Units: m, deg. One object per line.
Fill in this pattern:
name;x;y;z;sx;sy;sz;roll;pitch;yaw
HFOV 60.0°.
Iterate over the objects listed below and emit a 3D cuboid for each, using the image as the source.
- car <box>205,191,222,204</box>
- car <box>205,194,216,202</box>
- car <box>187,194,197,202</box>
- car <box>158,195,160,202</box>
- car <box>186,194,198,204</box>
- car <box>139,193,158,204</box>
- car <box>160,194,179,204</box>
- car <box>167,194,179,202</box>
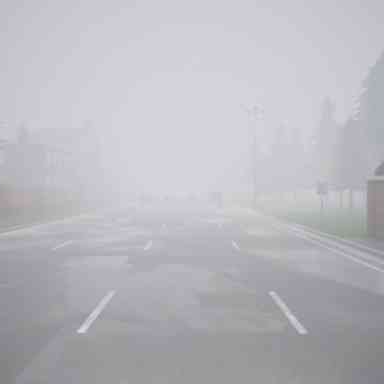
car;3.500;0.849;52.154;2.150;2.045;5.566;0;0;0
car;3.499;1.079;62.545;1.812;1.442;4.674;0;0;0
car;-0.001;1.118;62.545;1.994;1.385;4.181;0;0;0
car;-7.001;1.079;62.545;1.812;1.442;4.674;0;0;0
car;0.000;1.119;52.125;2.128;1.511;4.902;0;0;0
car;-7.000;0.977;52.510;2.097;1.767;4.553;0;0;0
car;-3.500;1.133;52.126;1.837;1.490;4.892;0;0;0
car;-3.501;1.154;62.575;1.895;1.301;4.718;0;0;0
